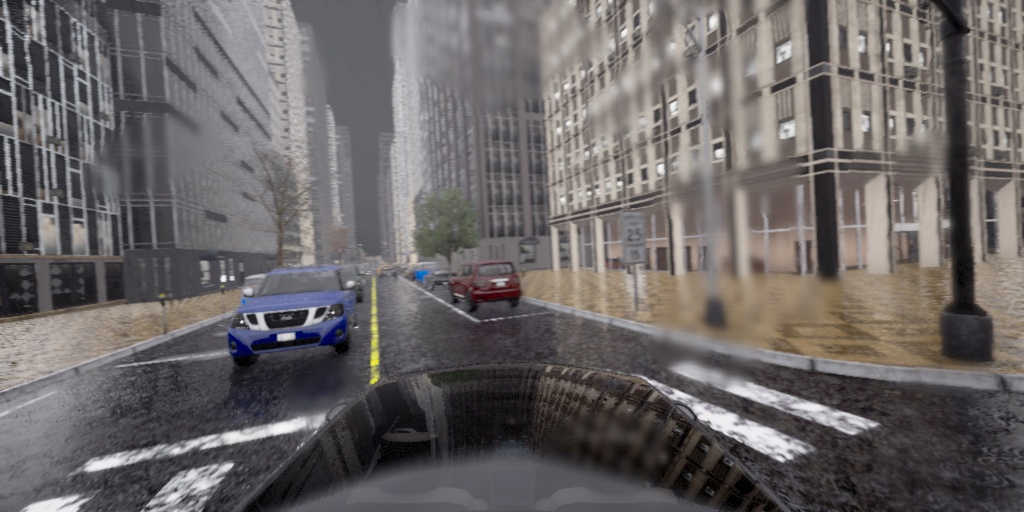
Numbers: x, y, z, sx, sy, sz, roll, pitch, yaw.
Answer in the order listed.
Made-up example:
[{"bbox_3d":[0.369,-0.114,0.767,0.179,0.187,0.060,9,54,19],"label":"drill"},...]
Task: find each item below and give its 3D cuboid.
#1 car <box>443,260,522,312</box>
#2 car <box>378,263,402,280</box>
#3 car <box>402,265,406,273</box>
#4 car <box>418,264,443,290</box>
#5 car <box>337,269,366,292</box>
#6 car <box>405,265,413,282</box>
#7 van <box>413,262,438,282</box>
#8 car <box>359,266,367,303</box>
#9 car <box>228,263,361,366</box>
[{"bbox_3d":[-1.187,1.104,14.814,2.192,1.841,5.009,0,0,-21],"label":"car"},{"bbox_3d":[-14.621,1.922,42.370,2.128,1.511,4.902,-3,0,-21],"label":"car"},{"bbox_3d":[-11.135,1.762,40.636,1.751,1.417,4.829,0,0,-21],"label":"car"},{"bbox_3d":[-4.929,1.510,24.528,2.007,1.370,4.403,0,0,-21],"label":"car"},{"bbox_3d":[-12.849,1.898,28.920,1.837,1.490,4.892,-3,0,-21],"label":"car"},{"bbox_3d":[-9.025,1.711,35.161,1.948,1.339,4.313,0,0,-21],"label":"car"},{"bbox_3d":[-6.977,1.393,29.844,1.690,1.789,3.998,0,0,-21],"label":"van"},{"bbox_3d":[-9.208,1.449,19.393,2.150,2.045,5.566,-3,0,-21],"label":"car"},{"bbox_3d":[-5.428,1.275,9.590,2.150,2.045,5.566,-3,0,-21],"label":"car"}]
